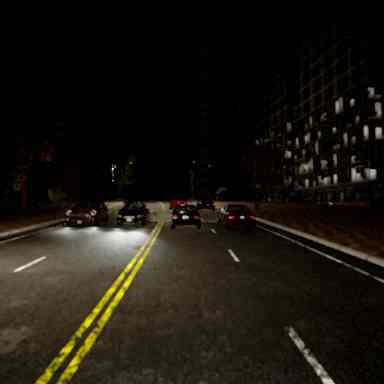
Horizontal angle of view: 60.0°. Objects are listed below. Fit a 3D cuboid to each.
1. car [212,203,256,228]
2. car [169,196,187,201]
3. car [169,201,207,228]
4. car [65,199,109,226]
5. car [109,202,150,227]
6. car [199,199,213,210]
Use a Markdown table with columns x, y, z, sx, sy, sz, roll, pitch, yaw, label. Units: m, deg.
| x | y | z | sx | sy | sz | roll | pitch | yaw | label |
| --- | --- | --- | --- | --- | --- | --- | --- | --- | --- |
| 2.807 | 1.523 | 21.904 | 2.033 | 1.411 | 5.357 | 0 | 0 | -3 | car |
| -1.704 | 1.317 | 40.964 | 2.097 | 1.767 | 4.553 | 0 | 0 | -5 | car |
| -0.443 | 1.519 | 21.845 | 2.033 | 1.411 | 5.357 | 0 | 0 | -3 | car |
| -7.197 | 1.313 | 23.214 | 2.097 | 1.767 | 4.553 | 0 | 0 | -3 | car |
| -3.922 | 1.458 | 22.721 | 2.128 | 1.511 | 4.902 | 0 | 0 | -2 | car |
| 1.624 | 1.522 | 40.353 | 2.033 | 1.411 | 5.357 | 0 | 0 | -5 | car |
